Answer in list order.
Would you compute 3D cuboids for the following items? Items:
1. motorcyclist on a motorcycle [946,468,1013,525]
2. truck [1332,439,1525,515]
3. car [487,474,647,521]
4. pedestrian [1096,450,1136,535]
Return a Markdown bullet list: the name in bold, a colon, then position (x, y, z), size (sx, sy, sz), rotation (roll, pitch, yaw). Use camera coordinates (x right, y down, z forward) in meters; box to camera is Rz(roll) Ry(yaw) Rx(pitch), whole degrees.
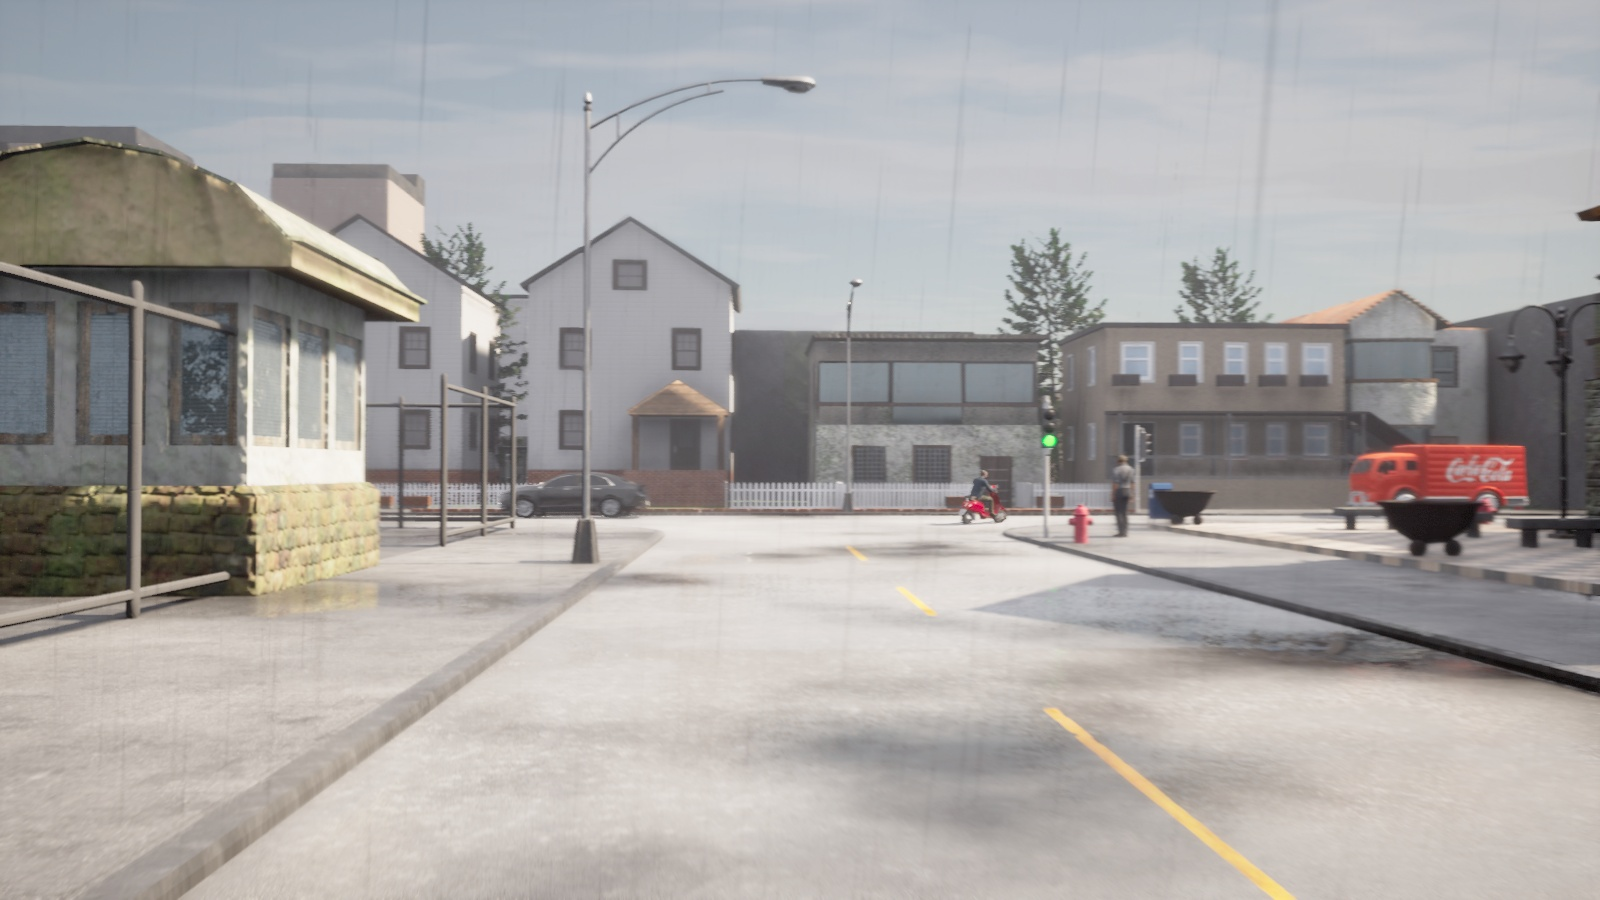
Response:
- **motorcyclist on a motorcycle**: position (5.285, 1.349, 36.892), size (1.817, 1.590, 0.866), rotation (0, 2, -36)
- **truck**: position (21.270, 0.900, 42.678), size (5.204, 2.467, 2.627), rotation (0, -1, -3)
- **car**: position (-7.648, 1.563, 41.519), size (4.892, 1.490, 1.837), rotation (0, -1, 3)
- **pedestrian**: position (6.984, 0.936, 27.730), size (0.540, 1.848, 0.694), rotation (0, -1, -20)
